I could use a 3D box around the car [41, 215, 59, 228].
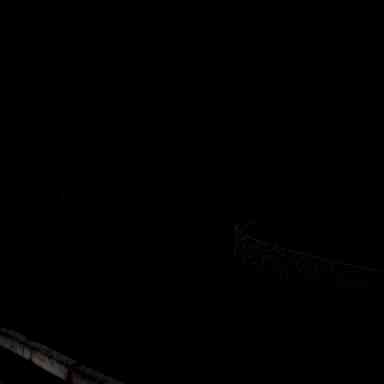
[{"bbox_3d":[-23.167,4.558,49.596,5.366,1.575,1.946,0,-5,5],"label":"car"}]

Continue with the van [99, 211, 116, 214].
[{"bbox_3d":[-23.405,7.305,92.498,1.878,1.987,4.442,0,1,10],"label":"van"}]

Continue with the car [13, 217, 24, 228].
[{"bbox_3d":[-25.483,4.037,44.095,4.674,1.452,2.002,0,-5,4],"label":"car"}]

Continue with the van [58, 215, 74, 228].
[{"bbox_3d":[-21.605,4.620,52.334,4.442,1.987,1.878,0,-6,5],"label":"van"}]

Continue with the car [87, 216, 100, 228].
[{"bbox_3d":[-19.205,5.408,57.789,4.892,1.521,2.231,0,-5,5],"label":"car"}]

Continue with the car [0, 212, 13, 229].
[{"bbox_3d":[-23.186,3.090,36.465,2.150,2.045,5.566,-1,-6,24],"label":"car"}]

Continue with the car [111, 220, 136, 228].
[{"bbox_3d":[-14.197,6.573,68.727,4.674,1.452,2.002,0,-5,5],"label":"car"}]

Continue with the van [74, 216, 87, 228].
[{"bbox_3d":[-20.348,4.902,55.075,4.442,1.987,1.878,0,-6,5],"label":"van"}]

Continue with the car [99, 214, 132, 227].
[{"bbox_3d":[-15.469,6.001,66.017,5.566,2.045,2.435,0,-5,5],"label":"car"}]

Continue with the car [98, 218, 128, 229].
[{"bbox_3d":[-13.641,5.600,57.534,1.994,1.385,4.181,-1,-6,25],"label":"car"}]

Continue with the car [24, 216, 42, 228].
[{"bbox_3d":[-24.241,4.320,46.843,4.674,1.452,2.002,0,-6,5],"label":"car"}]
